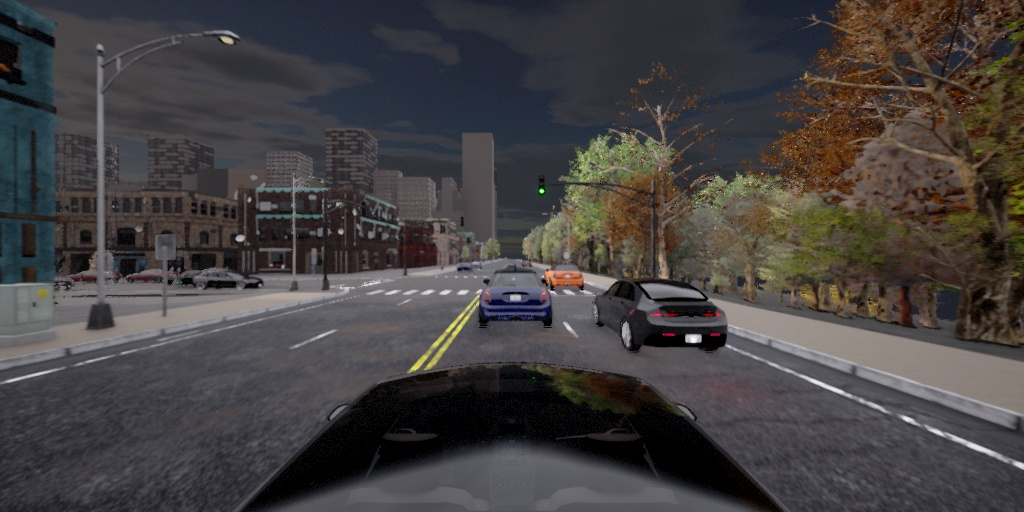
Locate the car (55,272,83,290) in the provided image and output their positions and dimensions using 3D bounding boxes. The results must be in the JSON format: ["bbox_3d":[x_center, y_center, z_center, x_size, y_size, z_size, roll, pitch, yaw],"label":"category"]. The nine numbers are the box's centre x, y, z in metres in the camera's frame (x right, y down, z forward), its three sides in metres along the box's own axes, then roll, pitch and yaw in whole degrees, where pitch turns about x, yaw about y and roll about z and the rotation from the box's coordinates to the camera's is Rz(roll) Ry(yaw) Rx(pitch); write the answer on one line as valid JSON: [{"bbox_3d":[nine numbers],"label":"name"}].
[{"bbox_3d":[-33.824,1.754,25.444,4.097,1.591,1.967,0,0,0],"label":"car"}]

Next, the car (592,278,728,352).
[{"bbox_3d":[3.351,1.303,9.044,1.837,1.490,4.892,0,-1,0],"label":"car"}]

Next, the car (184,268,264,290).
[{"bbox_3d":[-19.947,1.722,25.306,4.313,1.339,1.948,0,0,0],"label":"car"}]

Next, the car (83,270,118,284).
[{"bbox_3d":[-39.350,1.931,33.832,4.207,1.307,1.802,0,0,0],"label":"car"}]

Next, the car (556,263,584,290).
[{"bbox_3d":[3.350,1.246,23.729,2.097,1.767,4.553,0,0,0],"label":"car"}]

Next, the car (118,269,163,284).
[{"bbox_3d":[-33.816,1.868,33.825,4.207,1.307,1.802,0,0,0],"label":"car"}]

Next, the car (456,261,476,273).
[{"bbox_3d":[-6.576,1.665,50.344,1.895,1.301,4.718,0,0,0],"label":"car"}]

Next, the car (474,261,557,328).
[{"bbox_3d":[0.100,1.169,11.869,2.097,1.767,4.553,0,0,0],"label":"car"}]

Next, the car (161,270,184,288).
[{"bbox_3d":[-23.982,1.794,28.022,4.718,1.301,1.895,-1,0,0],"label":"car"}]
